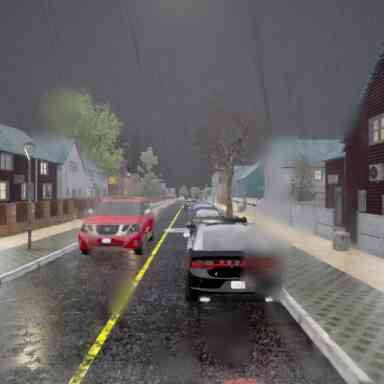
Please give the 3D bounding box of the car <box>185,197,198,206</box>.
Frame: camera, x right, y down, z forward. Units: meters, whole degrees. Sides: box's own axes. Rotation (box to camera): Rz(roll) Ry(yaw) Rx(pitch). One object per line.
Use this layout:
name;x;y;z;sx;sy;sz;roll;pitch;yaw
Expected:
car;-0.136;1.679;58.084;2.128;1.511;4.902;0;0;0

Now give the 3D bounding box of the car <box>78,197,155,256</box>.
car;-2.782;1.225;13.547;2.150;2.045;5.566;0;0;0

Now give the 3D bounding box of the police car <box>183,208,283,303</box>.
police car;0.805;1.426;8.420;1.930;1.638;5.238;0;0;0

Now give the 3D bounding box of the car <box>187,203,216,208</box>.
car;0.782;1.536;18.311;1.812;1.442;4.674;0;0;0

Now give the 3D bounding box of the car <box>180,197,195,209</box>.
car;-0.085;1.595;44.897;2.128;1.511;4.902;0;0;1

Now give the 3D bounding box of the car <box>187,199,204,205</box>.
car;0.768;1.500;24.312;1.882;1.535;5.008;0;0;0
